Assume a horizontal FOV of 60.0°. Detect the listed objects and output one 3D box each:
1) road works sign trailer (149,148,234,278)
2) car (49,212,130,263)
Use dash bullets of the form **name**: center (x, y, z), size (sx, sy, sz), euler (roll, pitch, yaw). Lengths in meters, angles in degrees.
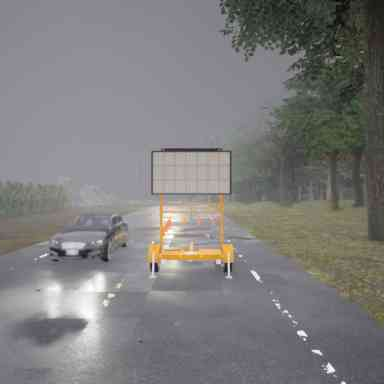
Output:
- **road works sign trailer**: center (-0.016, 0.481, 10.139), size (2.380, 3.560, 2.880), euler (0, 0, 0)
- **car**: center (-3.523, 1.513, 12.223), size (2.128, 1.511, 4.902), euler (0, 0, 0)
